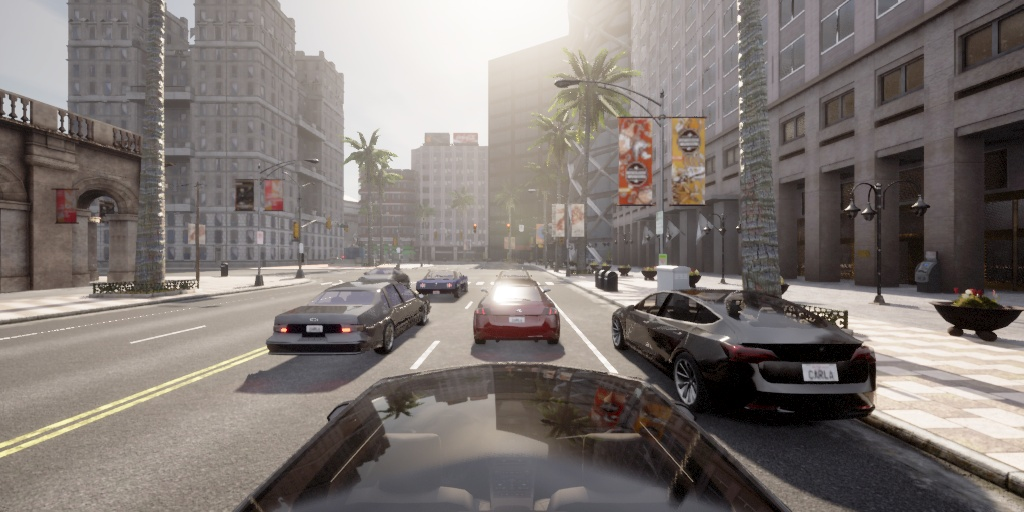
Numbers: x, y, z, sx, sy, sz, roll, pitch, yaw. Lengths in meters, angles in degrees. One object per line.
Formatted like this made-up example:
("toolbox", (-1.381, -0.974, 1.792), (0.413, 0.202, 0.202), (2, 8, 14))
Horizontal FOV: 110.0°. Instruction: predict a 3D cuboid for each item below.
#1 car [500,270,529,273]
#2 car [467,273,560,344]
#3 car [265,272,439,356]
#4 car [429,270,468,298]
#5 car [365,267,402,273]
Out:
("car", (0.105, 1.351, 18.376), (1.895, 1.301, 4.718), (0, 0, 0))
("car", (0.103, 1.314, 9.568), (1.994, 1.385, 4.181), (0, 0, 0))
("car", (-3.400, 1.297, 8.686), (2.033, 1.411, 5.357), (0, 0, 0))
("car", (-3.396, 1.351, 18.335), (1.895, 1.301, 4.718), (0, 0, 0))
("car", (-7.003, 1.315, 19.622), (1.994, 1.385, 4.181), (0, 0, 0))
